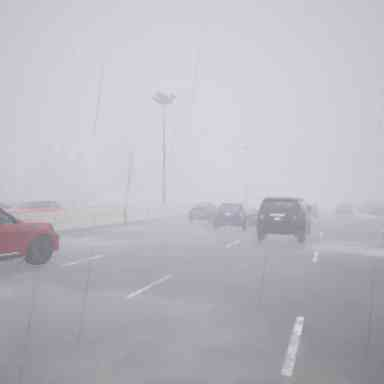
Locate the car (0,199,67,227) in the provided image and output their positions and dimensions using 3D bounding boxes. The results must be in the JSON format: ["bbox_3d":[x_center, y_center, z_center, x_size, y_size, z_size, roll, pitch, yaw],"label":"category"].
[{"bbox_3d":[-11.480,1.413,23.976,2.097,1.767,4.553,0,-1,23],"label":"car"}]

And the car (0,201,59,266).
[{"bbox_3d":[-6.214,1.220,8.874,2.150,2.045,5.566,0,0,23],"label":"car"}]

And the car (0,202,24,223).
[{"bbox_3d":[-15.112,1.527,24.369,1.882,1.535,5.008,0,-1,23],"label":"car"}]

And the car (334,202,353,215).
[{"bbox_3d":[18.338,1.937,40.243,1.882,1.535,5.008,0,-1,23],"label":"car"}]

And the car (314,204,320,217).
[{"bbox_3d":[12.383,1.891,35.099,2.033,1.411,5.357,0,-1,23],"label":"car"}]

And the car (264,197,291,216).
[{"bbox_3d":[9.864,1.590,38.140,2.150,2.045,5.566,0,-1,23],"label":"car"}]

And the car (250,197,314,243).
[{"bbox_3d":[4.765,1.288,16.941,2.150,2.045,5.566,0,-1,23],"label":"car"}]

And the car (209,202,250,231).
[{"bbox_3d":[3.020,1.456,21.830,2.097,1.767,4.553,0,-1,23],"label":"car"}]

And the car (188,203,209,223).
[{"bbox_3d":[1.308,1.647,26.799,2.128,1.511,4.902,0,-1,23],"label":"car"}]
